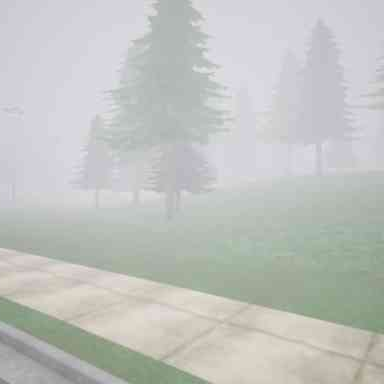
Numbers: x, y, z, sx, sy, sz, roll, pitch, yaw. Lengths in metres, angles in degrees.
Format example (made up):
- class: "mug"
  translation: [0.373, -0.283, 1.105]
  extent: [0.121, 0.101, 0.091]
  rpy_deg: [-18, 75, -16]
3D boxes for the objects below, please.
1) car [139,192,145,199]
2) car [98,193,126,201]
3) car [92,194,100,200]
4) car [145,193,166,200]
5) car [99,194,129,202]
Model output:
- class: "car"
  translation: [-10.184, 0.769, 75.467]
  extent: [2.097, 1.767, 4.553]
  rpy_deg: [1, 0, 36]
- class: "car"
  translation: [-16.138, 0.969, 67.290]
  extent: [2.033, 1.411, 5.357]
  rpy_deg: [1, 0, 37]
- class: "car"
  translation: [-15.934, 1.009, 61.652]
  extent: [2.033, 1.411, 5.357]
  rpy_deg: [1, 0, 36]
- class: "car"
  translation: [-7.357, 0.808, 73.405]
  extent: [2.097, 1.767, 4.553]
  rpy_deg: [1, 0, 36]
- class: "car"
  translation: [-13.471, 1.101, 59.080]
  extent: [1.895, 1.301, 4.718]
  rpy_deg: [1, 0, 36]
